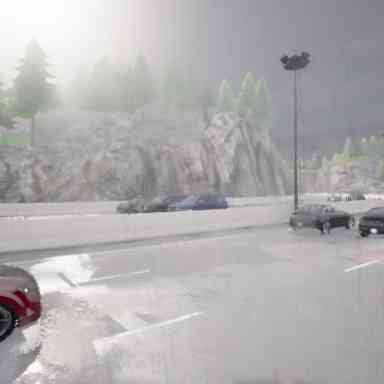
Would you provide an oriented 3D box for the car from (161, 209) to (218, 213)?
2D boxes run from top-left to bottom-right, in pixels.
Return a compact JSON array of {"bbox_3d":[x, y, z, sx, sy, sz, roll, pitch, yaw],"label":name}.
[{"bbox_3d":[0.568,1.211,26.964,5.566,2.045,2.150,0,0,-41],"label":"car"}]

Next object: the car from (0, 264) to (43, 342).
[{"bbox_3d":[-4.520,1.584,4.933,4.181,1.385,1.994,0,0,-35],"label":"car"}]

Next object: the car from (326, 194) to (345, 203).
[{"bbox_3d":[25.972,1.195,60.123,2.128,1.511,4.902,0,0,35],"label":"car"}]

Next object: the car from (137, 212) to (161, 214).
[{"bbox_3d":[-2.141,1.223,29.250,5.566,2.045,2.150,0,0,-41],"label":"car"}]

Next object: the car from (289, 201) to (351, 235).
[{"bbox_3d":[7.421,1.453,18.784,4.902,1.511,2.128,0,0,-41],"label":"car"}]

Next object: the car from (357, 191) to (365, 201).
[{"bbox_3d":[28.818,0.883,58.087,2.150,2.045,5.566,0,0,35],"label":"car"}]

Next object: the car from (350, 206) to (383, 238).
[{"bbox_3d":[9.866,1.456,16.268,4.892,1.490,1.837,0,0,-41],"label":"car"}]
